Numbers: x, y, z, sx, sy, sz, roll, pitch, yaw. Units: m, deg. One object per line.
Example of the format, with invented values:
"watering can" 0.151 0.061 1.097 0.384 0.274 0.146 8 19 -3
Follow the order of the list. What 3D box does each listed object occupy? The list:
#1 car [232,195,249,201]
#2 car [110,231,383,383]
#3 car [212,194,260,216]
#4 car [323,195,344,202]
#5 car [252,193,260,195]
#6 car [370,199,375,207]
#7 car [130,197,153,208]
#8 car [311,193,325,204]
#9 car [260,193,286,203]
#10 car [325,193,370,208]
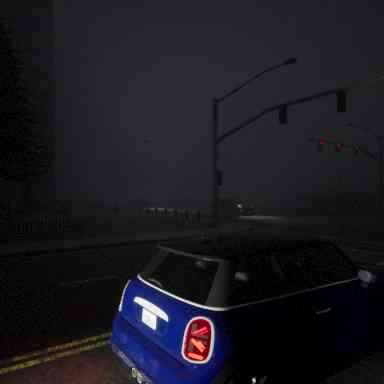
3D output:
"car" 11.429 1.395 78.321 1.970 1.475 3.806 0 0 -36
"car" 1.288 1.352 4.718 4.553 1.767 2.097 0 0 -35
"car" 3.986 1.353 32.725 2.097 1.767 4.553 0 0 -36
"car" 31.599 1.364 74.179 1.784 1.438 3.905 0 0 -36
"car" 13.787 1.364 80.000 1.784 1.438 3.905 0 0 -36
"car" 23.422 1.156 46.878 1.905 1.878 3.866 0 0 -36
"car" -7.400 1.491 48.609 2.128 1.511 4.902 0 0 -36
"car" 29.203 1.153 72.551 1.932 1.855 4.605 0 0 -36
"car" 15.492 1.395 62.674 1.970 1.475 3.806 0 0 -36
"car" 21.034 1.153 45.243 1.932 1.855 4.605 0 0 -36
